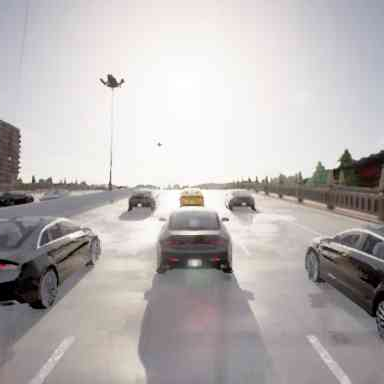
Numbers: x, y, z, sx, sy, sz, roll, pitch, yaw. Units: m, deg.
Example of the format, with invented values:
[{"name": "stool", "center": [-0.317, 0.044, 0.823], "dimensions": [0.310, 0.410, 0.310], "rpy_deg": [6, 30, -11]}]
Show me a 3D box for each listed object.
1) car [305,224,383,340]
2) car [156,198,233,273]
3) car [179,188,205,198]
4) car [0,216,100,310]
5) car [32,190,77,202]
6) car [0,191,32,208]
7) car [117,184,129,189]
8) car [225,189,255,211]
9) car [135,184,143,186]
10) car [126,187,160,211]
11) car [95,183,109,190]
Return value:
[{"name": "car", "center": [3.560, 1.315, 5.858], "dimensions": [2.128, 1.511, 4.902], "rpy_deg": [0, 2, 0]}, {"name": "car", "center": [0.056, 1.174, 9.578], "dimensions": [1.837, 1.490, 4.892], "rpy_deg": [0, 3, 0]}, {"name": "car", "center": [-0.004, 0.448, 25.659], "dimensions": [1.882, 1.535, 5.008], "rpy_deg": [0, 3, 0]}, {"name": "car", "center": [-3.444, 1.263, 7.273], "dimensions": [2.128, 1.511, 4.902], "rpy_deg": [0, 3, 0]}, {"name": "car", "center": [-10.698, 0.497, 26.756], "dimensions": [1.994, 1.385, 4.181], "rpy_deg": [0, 3, 0]}, {"name": "car", "center": [-14.197, 0.578, 25.832], "dimensions": [1.895, 1.301, 4.718], "rpy_deg": [0, 2, 0]}, {"name": "car", "center": [-14.263, -0.953, 68.859], "dimensions": [1.895, 1.301, 4.718], "rpy_deg": [0, 0, 0]}, {"name": "car", "center": [3.499, 0.535, 24.685], "dimensions": [1.812, 1.442, 4.674], "rpy_deg": [0, 3, 0]}, {"name": "car", "center": [-10.763, -0.999, 68.902], "dimensions": [1.994, 1.385, 4.181], "rpy_deg": [0, 0, 0]}, {"name": "car", "center": [-3.501, 0.524, 24.612], "dimensions": [1.837, 1.490, 4.892], "rpy_deg": [0, 2, 0]}, {"name": "car", "center": [-17.755, -1.004, 66.654], "dimensions": [2.033, 1.411, 5.357], "rpy_deg": [0, 0, 0]}]
